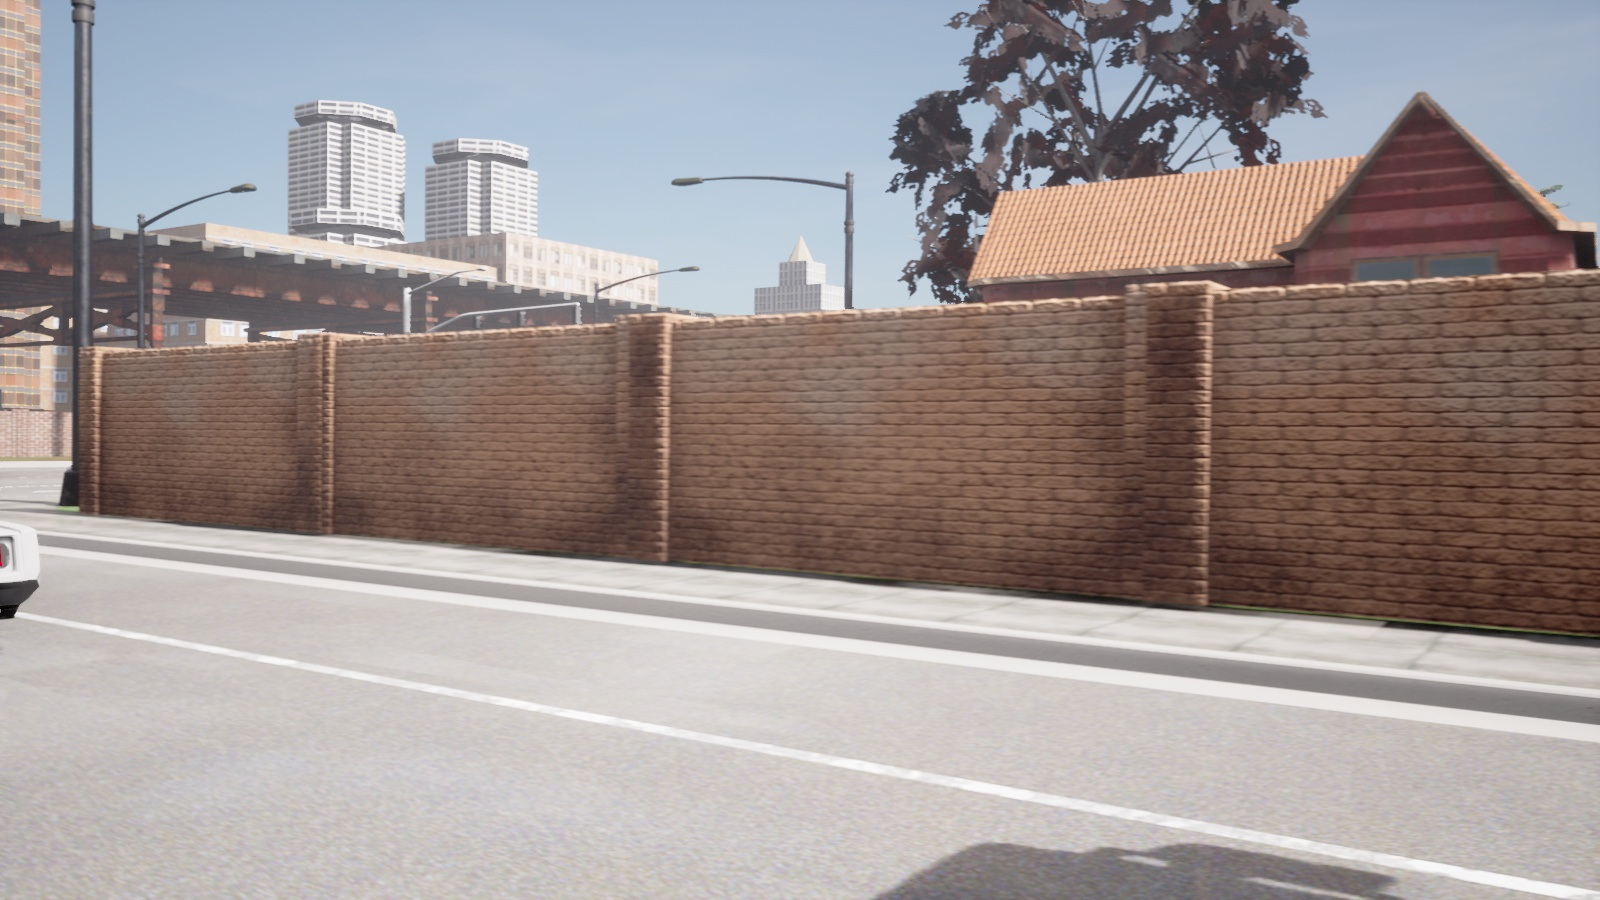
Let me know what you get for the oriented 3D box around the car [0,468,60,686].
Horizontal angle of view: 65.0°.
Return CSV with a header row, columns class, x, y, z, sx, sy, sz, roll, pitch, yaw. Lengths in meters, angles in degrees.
class,x,y,z,sx,sy,sz,roll,pitch,yaw
car,-7.117,0.782,8.354,4.718,1.301,1.895,0,1,34
